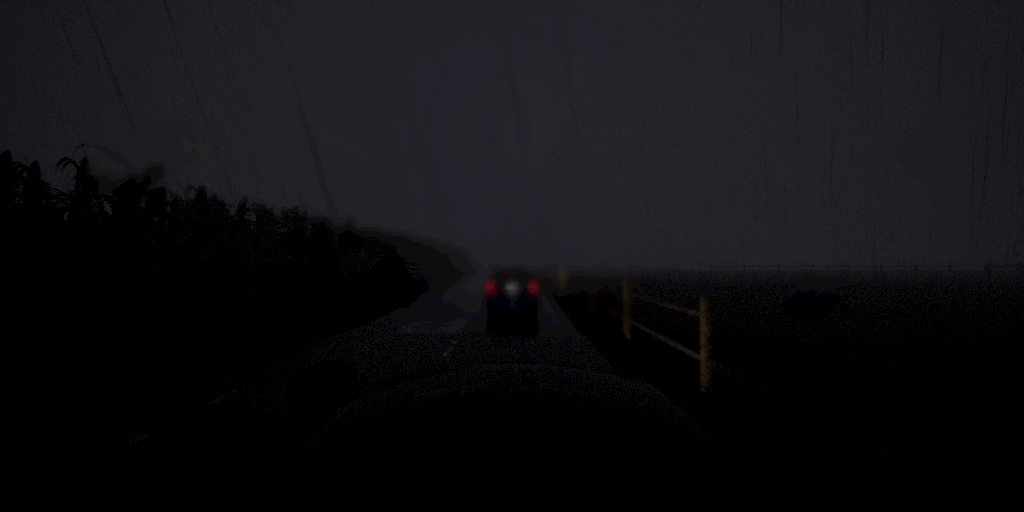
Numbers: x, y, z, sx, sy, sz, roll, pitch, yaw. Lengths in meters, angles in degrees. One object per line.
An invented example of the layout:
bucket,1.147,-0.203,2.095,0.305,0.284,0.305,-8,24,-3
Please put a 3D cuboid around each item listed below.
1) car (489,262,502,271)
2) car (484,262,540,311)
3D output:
car,-2.789,1.801,61.811,1.837,1.490,4.892,0,-1,1
car,0.020,1.232,15.253,2.097,1.767,4.553,0,-1,0
